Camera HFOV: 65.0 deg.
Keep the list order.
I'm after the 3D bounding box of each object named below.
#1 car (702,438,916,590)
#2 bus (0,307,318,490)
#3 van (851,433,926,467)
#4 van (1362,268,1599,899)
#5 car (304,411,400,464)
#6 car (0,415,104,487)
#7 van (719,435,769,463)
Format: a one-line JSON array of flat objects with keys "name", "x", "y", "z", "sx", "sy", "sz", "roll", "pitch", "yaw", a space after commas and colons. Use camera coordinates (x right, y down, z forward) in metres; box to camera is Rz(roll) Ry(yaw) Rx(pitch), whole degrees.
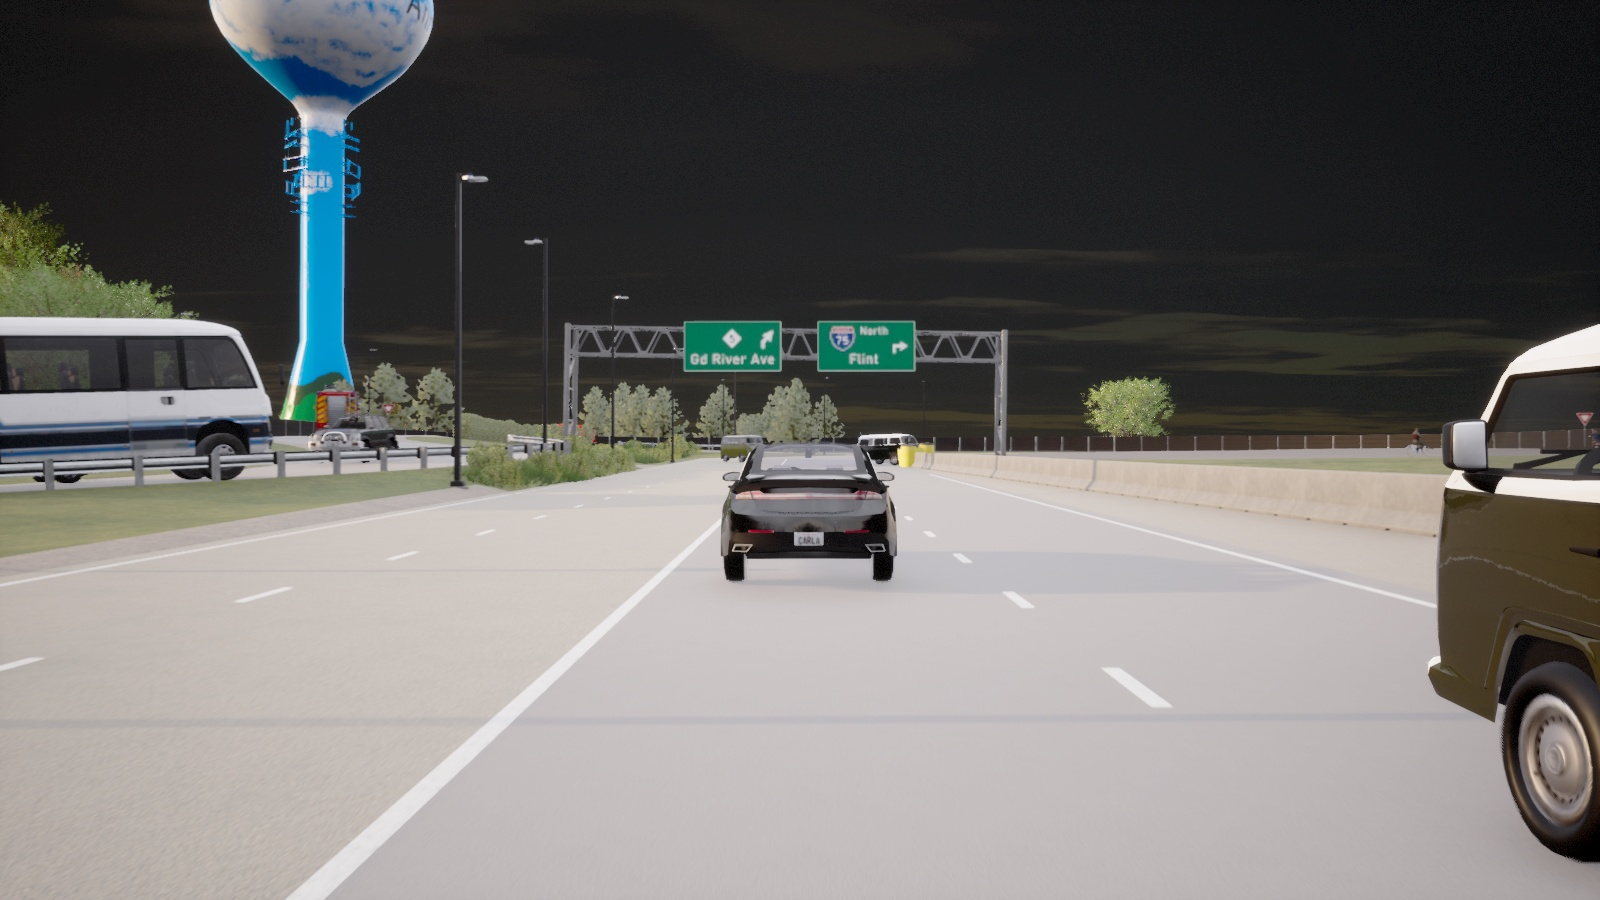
[{"name": "car", "x": 0.101, "y": 0.620, "z": 14.913, "sx": 2.128, "sy": 1.511, "sz": 4.902, "roll": 0, "pitch": 0, "yaw": 0}, {"name": "bus", "x": -18.332, "y": -1.244, "z": 32.037, "sx": 10.273, "sy": 4.253, "sz": 3.944, "roll": -4, "pitch": 0, "yaw": -41}, {"name": "van", "x": 5.709, "y": -0.001, "z": 81.139, "sx": 4.480, "sy": 2.038, "sz": 2.069, "roll": -3, "pitch": -2, "yaw": 43}, {"name": "van", "x": 3.535, "y": 0.455, "z": 3.362, "sx": 2.069, "sy": 2.038, "sz": 4.480, "roll": 0, "pitch": 0, "yaw": 0}, {"name": "car", "x": -16.745, "y": -0.504, "z": 47.220, "sx": 1.932, "sy": 1.855, "sz": 4.605, "roll": 0, "pitch": 2, "yaw": 0}, {"name": "car", "x": -21.705, "y": 0.043, "z": 33.920, "sx": 1.932, "sy": 1.855, "sz": 4.605, "roll": 0, "pitch": 2, "yaw": 40}, {"name": "van", "x": -4.097, "y": -0.099, "z": 91.287, "sx": 1.775, "sy": 1.987, "sz": 4.442, "roll": 0, "pitch": 1, "yaw": -30}]
